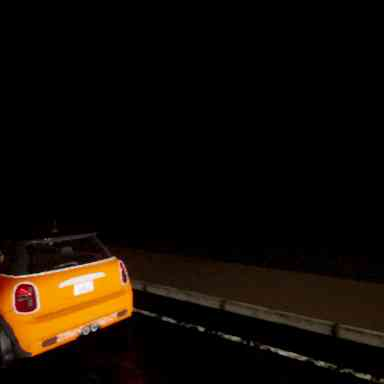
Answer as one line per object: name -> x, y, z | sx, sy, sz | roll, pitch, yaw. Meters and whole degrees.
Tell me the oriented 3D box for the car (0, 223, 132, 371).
car -> -3.233, 1.349, 5.866 | 4.553, 1.767, 2.097 | 0, 0, 35
